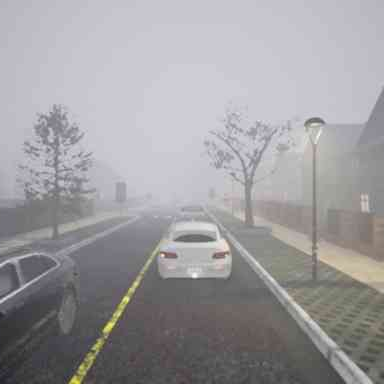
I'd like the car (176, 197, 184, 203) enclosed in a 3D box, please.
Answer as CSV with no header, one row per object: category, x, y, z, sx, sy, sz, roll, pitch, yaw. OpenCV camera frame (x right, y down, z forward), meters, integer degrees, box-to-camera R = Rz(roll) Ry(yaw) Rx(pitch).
car,-2.934,1.922,82.111,1.837,1.490,4.892,0,0,0

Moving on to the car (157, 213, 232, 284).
car,0.069,1.555,9.536,1.812,1.442,4.674,0,0,0

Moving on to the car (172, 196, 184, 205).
car,-2.918,1.671,66.787,2.097,1.767,4.553,0,0,0

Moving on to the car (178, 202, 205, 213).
car,0.009,1.691,25.232,1.895,1.301,4.718,0,0,-1

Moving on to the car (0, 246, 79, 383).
car,-2.856,1.503,3.863,2.128,1.511,4.902,0,0,0
